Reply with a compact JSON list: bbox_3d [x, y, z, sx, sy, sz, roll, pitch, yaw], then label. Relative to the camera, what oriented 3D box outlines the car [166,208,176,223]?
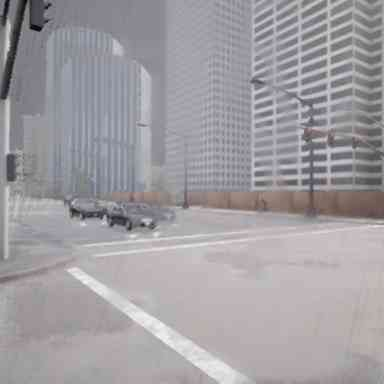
[{"bbox_3d":[-3.066,1.633,26.438,2.128,1.511,4.902,0,0,-35],"label":"car"}]

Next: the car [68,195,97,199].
[{"bbox_3d":[-13.700,1.555,41.947,2.097,1.767,4.553,0,0,-34],"label":"car"}]

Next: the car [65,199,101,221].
[{"bbox_3d":[-9.347,1.621,29.401,1.882,1.535,5.008,0,0,-35],"label":"car"}]

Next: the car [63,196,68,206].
[{"bbox_3d":[-21.326,1.505,59.548,2.150,2.045,5.566,0,0,-34],"label":"car"}]

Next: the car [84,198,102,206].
[{"bbox_3d":[-18.103,1.824,60.874,1.812,1.442,4.674,0,0,-34],"label":"car"}]

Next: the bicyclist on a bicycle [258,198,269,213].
[{"bbox_3d":[7.800,1.522,36.199,1.656,1.620,0.582,0,0,-34],"label":"bicyclist on a bicycle"}]

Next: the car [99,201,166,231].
[{"bbox_3d":[-3.971,1.603,21.575,2.128,1.511,4.902,0,0,-34],"label":"car"}]

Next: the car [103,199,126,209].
[{"bbox_3d":[-12.376,1.867,52.699,1.895,1.301,4.718,0,0,-35],"label":"car"}]

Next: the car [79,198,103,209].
[{"bbox_3d":[-15.621,1.742,51.244,2.128,1.511,4.902,0,0,-35],"label":"car"}]
